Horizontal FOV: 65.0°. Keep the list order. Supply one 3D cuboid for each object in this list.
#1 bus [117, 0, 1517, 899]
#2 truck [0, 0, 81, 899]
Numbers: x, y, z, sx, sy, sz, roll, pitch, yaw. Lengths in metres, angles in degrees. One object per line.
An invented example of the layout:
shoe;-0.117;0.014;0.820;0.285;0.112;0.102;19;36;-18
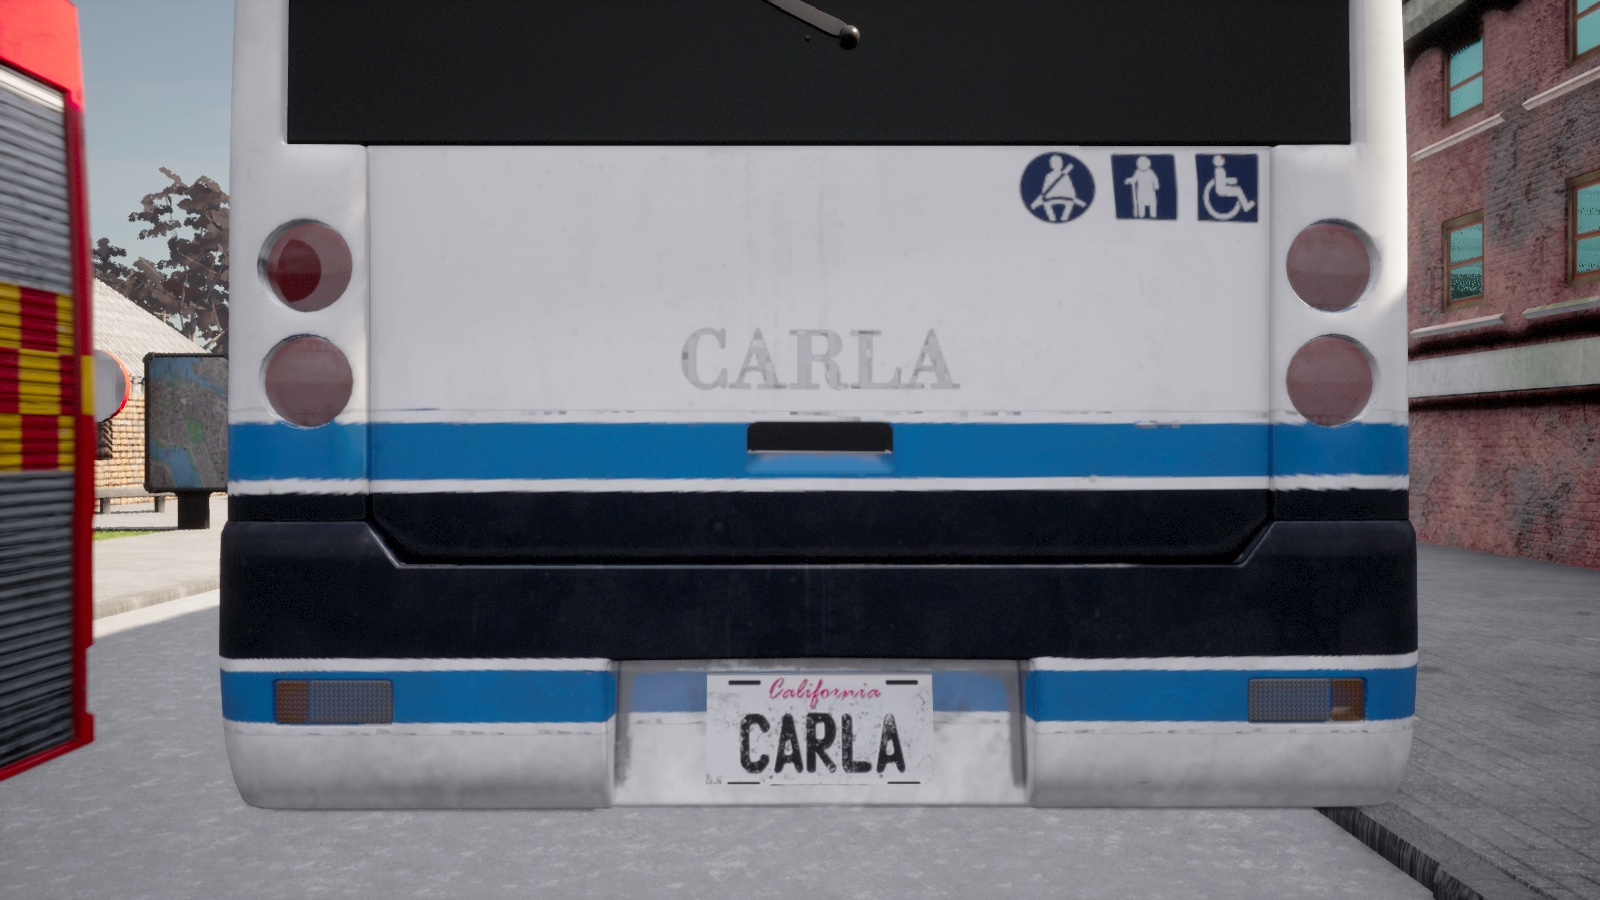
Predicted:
bus;0.025;-0.679;8.677;3.944;4.253;10.273;0;0;0
truck;-3.986;-0.422;0.188;2.891;3.827;8.468;0;0;0
